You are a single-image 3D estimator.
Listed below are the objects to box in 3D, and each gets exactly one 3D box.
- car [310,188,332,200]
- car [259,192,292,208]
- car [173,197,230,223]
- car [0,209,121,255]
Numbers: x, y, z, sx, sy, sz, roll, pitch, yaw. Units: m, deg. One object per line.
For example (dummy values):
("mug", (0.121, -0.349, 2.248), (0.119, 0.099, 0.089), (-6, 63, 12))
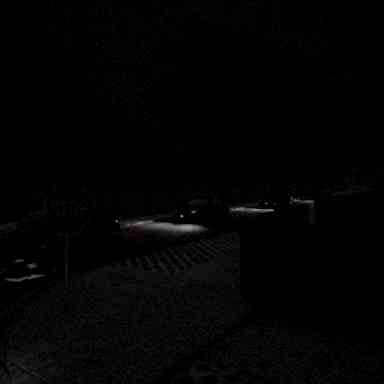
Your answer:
("car", (17.253, 0.315, 44.299), (1.837, 1.490, 4.892), (0, 1, 36))
("car", (7.938, 0.721, 31.362), (1.837, 1.490, 4.892), (0, 1, 36))
("car", (0.752, 1.063, 21.287), (1.812, 1.442, 4.674), (0, 2, 36))
("car", (-5.260, 1.343, 12.840), (2.033, 1.411, 5.357), (0, 1, 36))
